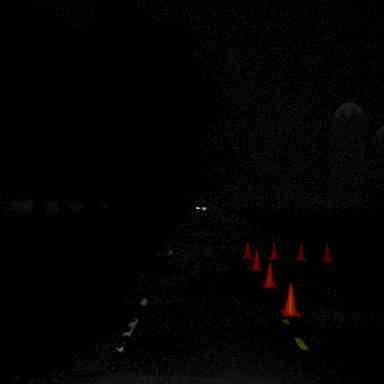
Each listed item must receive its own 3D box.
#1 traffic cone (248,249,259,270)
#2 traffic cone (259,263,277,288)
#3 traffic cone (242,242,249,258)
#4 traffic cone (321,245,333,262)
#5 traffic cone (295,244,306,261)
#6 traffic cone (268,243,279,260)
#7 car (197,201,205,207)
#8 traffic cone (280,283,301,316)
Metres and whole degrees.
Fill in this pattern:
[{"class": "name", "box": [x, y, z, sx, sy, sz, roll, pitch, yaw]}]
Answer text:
[{"class": "traffic cone", "box": [2.058, 2.163, 10.602, 0.340, 0.580, 0.340, 2, -1, 1]}, {"class": "traffic cone", "box": [2.009, 2.137, 8.603, 0.340, 0.580, 0.340, 2, -1, 1]}, {"class": "traffic cone", "box": [2.107, 2.189, 12.601, 0.340, 0.580, 0.340, 2, -1, 1]}, {"class": "traffic cone", "box": [5.101, 2.298, 12.526, 0.340, 0.580, 0.340, 2, -1, 1]}, {"class": "traffic cone", "box": [4.104, 2.263, 12.551, 0.340, 0.580, 0.340, 2, -1, 1]}, {"class": "traffic cone", "box": [3.105, 2.226, 12.577, 0.340, 0.580, 0.340, 2, -1, 1]}, {"class": "car", "box": [2.159, 2.884, 79.029, 1.812, 1.442, 4.674, 2, -1, 1]}, {"class": "traffic cone", "box": [1.959, 2.110, 6.604, 0.340, 0.580, 0.340, 2, -1, 1]}]
